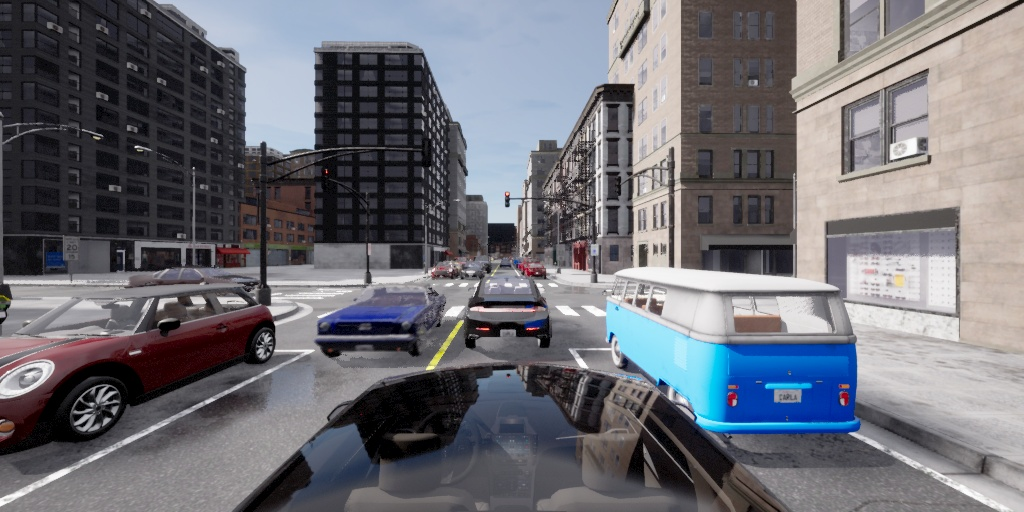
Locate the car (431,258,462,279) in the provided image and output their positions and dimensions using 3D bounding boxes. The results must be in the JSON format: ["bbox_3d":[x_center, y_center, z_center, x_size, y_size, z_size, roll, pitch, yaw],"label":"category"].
[{"bbox_3d":[-5.947,1.190,31.977,1.967,1.591,4.097,0,0,-1],"label":"car"}]

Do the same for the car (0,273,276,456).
[{"bbox_3d":[-5.439,1.190,5.102,1.967,1.591,4.097,0,0,-1],"label":"car"}]

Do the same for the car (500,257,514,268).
[{"bbox_3d":[-1.131,1.309,62.289,1.994,1.385,4.181,0,0,-1],"label":"car"}]

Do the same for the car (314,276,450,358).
[{"bbox_3d":[-2.781,1.351,8.653,1.895,1.301,4.718,0,0,-3],"label":"car"}]

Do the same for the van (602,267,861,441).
[{"bbox_3d":[2.584,1.091,5.253,1.690,1.789,3.998,0,0,-1],"label":"van"}]

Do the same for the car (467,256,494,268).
[{"bbox_3d":[-3.586,0.972,41.788,2.150,2.045,5.566,0,0,0],"label":"car"}]

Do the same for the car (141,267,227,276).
[{"bbox_3d":[-15.050,1.225,17.160,5.357,1.411,2.033,0,0,-1],"label":"car"}]

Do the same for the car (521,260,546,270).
[{"bbox_3d":[2.077,1.295,32.129,1.888,1.381,4.507,0,0,-1],"label":"car"}]

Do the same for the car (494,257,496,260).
[{"bbox_3d":[-3.782,1.296,52.190,2.033,1.411,5.357,0,0,-1],"label":"car"}]

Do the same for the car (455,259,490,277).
[{"bbox_3d":[-3.395,1.242,31.626,2.128,1.511,4.902,0,0,-1],"label":"car"}]

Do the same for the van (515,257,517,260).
[{"bbox_3d":[1.668,1.089,53.764,1.690,1.789,3.998,0,0,-1],"label":"van"}]

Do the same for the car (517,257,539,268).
[{"bbox_3d":[1.975,1.065,37.537,2.192,1.841,5.009,0,0,-1],"label":"car"}]

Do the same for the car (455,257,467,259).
[{"bbox_3d":[-6.151,1.065,42.794,2.192,1.841,5.009,0,0,-1],"label":"car"}]

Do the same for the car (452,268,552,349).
[{"bbox_3d":[-0.126,1.242,9.188,2.128,1.511,4.902,0,0,-1],"label":"car"}]

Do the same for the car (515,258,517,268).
[{"bbox_3d":[1.770,1.294,48.355,1.888,1.381,4.507,0,0,-1],"label":"car"}]

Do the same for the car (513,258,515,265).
[{"bbox_3d":[1.566,1.312,59.172,1.948,1.339,4.313,0,0,-1],"label":"car"}]
